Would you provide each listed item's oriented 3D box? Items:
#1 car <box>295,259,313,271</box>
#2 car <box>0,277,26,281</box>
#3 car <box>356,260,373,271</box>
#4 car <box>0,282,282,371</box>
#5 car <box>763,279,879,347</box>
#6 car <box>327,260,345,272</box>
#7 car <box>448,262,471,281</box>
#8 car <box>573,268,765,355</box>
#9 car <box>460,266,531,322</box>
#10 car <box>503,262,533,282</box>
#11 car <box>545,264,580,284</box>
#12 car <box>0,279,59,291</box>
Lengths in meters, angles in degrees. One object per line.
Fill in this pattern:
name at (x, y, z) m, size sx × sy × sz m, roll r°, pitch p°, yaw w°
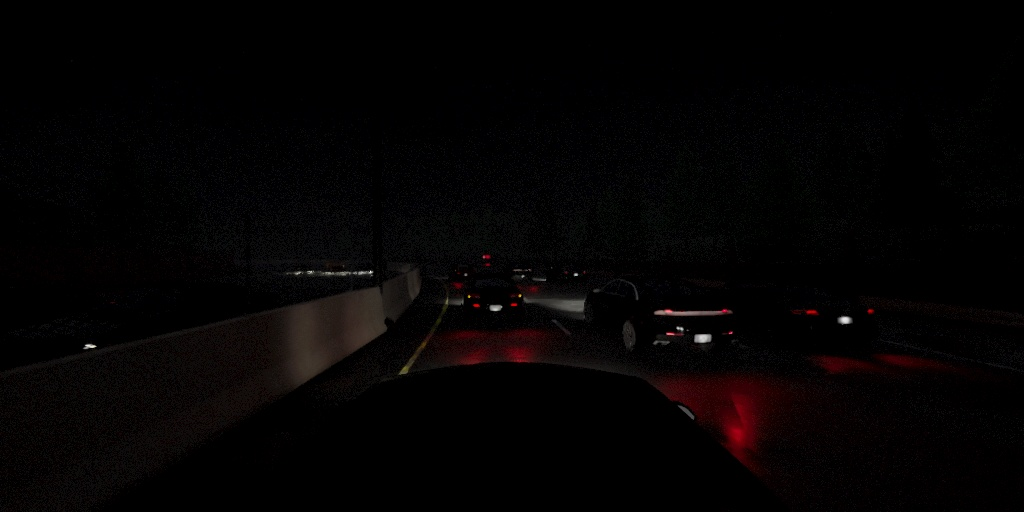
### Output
car at (-28.182, 1.218, 48.540) m, size 1.882 × 1.535 × 5.008 m, roll 0°, pitch 0°, yaw -32°
car at (-14.640, 1.312, 9.586) m, size 1.812 × 1.442 × 4.674 m, roll 0°, pitch 0°, yaw -6°
car at (-19.614, 1.273, 47.810) m, size 1.994 × 1.385 × 4.181 m, roll 0°, pitch 0°, yaw -29°
car at (-7.435, 1.310, 8.009) m, size 2.033 × 1.411 × 5.357 m, roll 0°, pitch 0°, yaw -4°
car at (6.608, 1.269, 9.272) m, size 1.994 × 1.385 × 4.181 m, roll 0°, pitch 0°, yaw -4°
car at (-22.632, 1.203, 46.045) m, size 1.882 × 1.535 × 5.008 m, roll 0°, pitch 0°, yaw -30°
car at (-4.144, 1.222, 29.373) m, size 1.812 × 1.442 × 4.674 m, roll 0°, pitch 0°, yaw -16°
car at (3.160, 1.212, 8.648) m, size 2.128 × 1.511 × 4.902 m, roll 0°, pitch 0°, yaw -4°
car at (-0.685, 1.252, 12.145) m, size 1.812 × 1.442 × 4.674 m, roll 0°, pitch 0°, yaw -6°
car at (0.168, 1.177, 26.914) m, size 2.128 × 1.511 × 4.902 m, roll 0°, pitch 0°, yaw -14°
car at (3.895, 1.237, 26.334) m, size 1.994 × 1.385 × 4.181 m, roll 0°, pitch 0°, yaw -14°
car at (-10.972, 1.342, 7.443) m, size 1.994 × 1.385 × 4.181 m, roll 0°, pitch 0°, yaw -4°
